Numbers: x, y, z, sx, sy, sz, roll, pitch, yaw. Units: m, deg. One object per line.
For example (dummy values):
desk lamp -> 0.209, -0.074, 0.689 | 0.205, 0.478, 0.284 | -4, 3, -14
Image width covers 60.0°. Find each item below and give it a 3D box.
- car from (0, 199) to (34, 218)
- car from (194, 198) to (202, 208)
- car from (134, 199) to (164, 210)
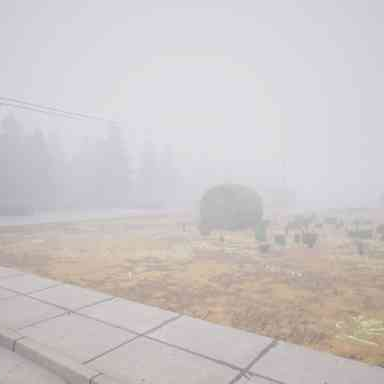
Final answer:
car -> -16.225, 1.379, 28.644 | 2.097, 1.767, 4.553 | 0, 0, 36
car -> 2.043, 1.552, 47.183 | 1.812, 1.442, 4.674 | 0, 0, 36
car -> -5.523, 1.591, 43.141 | 1.994, 1.385, 4.181 | 0, 0, 37
